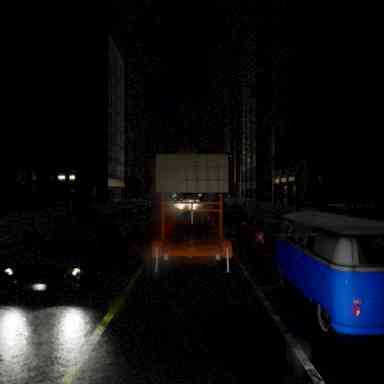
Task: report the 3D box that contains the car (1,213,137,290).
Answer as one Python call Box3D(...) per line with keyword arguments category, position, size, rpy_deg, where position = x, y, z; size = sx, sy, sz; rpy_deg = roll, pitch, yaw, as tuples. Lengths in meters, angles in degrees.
Box3D(category="car", position=(-3.095, 1.548, 9.420), size=(2.033, 1.411, 5.357), rpy_deg=(0, 0, 0))

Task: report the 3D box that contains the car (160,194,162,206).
Box3D(category="car", position=(-5.732, 1.463, 51.226), size=(1.967, 1.590, 4.097), rpy_deg=(0, 0, 0))

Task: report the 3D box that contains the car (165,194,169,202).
Box3D(category="car", position=(-5.729, 1.342, 56.836), size=(2.192, 1.841, 5.009), rpy_deg=(0, 0, 0))

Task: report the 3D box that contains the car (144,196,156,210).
Box3D(category="car", position=(-5.739, 1.540, 39.837), size=(1.752, 1.417, 4.829), rpy_deg=(0, 0, 0))

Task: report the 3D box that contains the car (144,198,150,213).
Box3D(category="car", position=(-5.742, 1.592, 34.398), size=(1.802, 1.307, 4.206), rpy_deg=(0, 0, 0))

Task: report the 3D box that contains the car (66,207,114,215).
Box3D(category="car", position=(-5.751, 1.568, 17.569), size=(1.947, 1.339, 4.313), rpy_deg=(0, 0, 0))

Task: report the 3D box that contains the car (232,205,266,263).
Box3D(category="car", position=(2.771, 1.441, 11.969), size=(1.967, 1.590, 4.097), rpy_deg=(0, 0, 0))

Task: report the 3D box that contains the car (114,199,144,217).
Box3D(category="car", position=(-5.745, 1.558, 28.788), size=(2.008, 1.369, 4.403), rpy_deg=(0, 0, 0))

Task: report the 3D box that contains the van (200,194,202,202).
Box3D(category="van", position=(2.799, 1.373, 62.451), size=(1.690, 1.788, 3.998), rpy_deg=(0, 0, 0))

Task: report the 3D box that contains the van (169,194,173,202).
Box3D(category="van", position=(-5.720, 1.383, 73.664), size=(1.690, 1.788, 3.998), rpy_deg=(0, 0, 0))

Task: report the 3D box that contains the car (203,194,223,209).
Box3D(category="car", position=(2.787, 1.329, 40.015), size=(2.192, 1.841, 5.009), rpy_deg=(0, 0, 0))

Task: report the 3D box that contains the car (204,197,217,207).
Box3D(category="car", position=(2.793, 1.548, 51.403), size=(1.752, 1.417, 4.829), rpy_deg=(0, 0, 0))

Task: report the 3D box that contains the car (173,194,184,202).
Box3D(category="car", position=(-2.957, 1.547, 74.231), size=(1.837, 1.490, 4.892), rpy_deg=(0, 0, 0))

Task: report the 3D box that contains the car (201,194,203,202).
Box3D(category="car", position=(2.790, 1.333, 45.624), size=(2.192, 1.841, 5.009), rpy_deg=(0, 0, 0))

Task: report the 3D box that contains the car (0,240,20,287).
Box3D(category="car", position=(-5.757, 1.315, 6.350), size=(2.192, 1.841, 5.009), rpy_deg=(0, 0, 0))

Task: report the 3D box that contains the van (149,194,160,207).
Box3D(category="van", position=(-5.735, 1.360, 45.617), size=(1.690, 1.788, 3.998), rpy_deg=(0, 0, 0))

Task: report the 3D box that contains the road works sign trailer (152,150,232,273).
Box3D(category="road works sign trailer", position=(0.007, 0.465, 10.696), size=(2.380, 3.560, 2.880), rpy_deg=(0, 0, 0))

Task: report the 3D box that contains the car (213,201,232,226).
Box3D(category="car", position=(2.777, 1.570, 23.187), size=(1.947, 1.339, 4.313), rpy_deg=(0, 0, 0))

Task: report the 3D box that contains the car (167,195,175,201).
Box3D(category="car", position=(-5.710, 1.609, 90.492), size=(2.008, 1.369, 4.403), rpy_deg=(0, 0, 0))

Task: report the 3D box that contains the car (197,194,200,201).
Box3D(category="car", position=(2.806, 1.357, 73.670), size=(2.192, 1.841, 5.009), rpy_deg=(0, 0, 0))

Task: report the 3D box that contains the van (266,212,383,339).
Box3D(category="van", position=(2.768, 1.341, 6.360), size=(1.690, 1.788, 3.998), rpy_deg=(0, 0, 0))

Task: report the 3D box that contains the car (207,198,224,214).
Box3D(category="car", position=(2.783, 1.592, 34.406), size=(1.802, 1.307, 4.206), rpy_deg=(0, 0, 0))

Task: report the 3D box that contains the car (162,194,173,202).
Box3D(category="car", position=(-5.716, 1.362, 79.274), size=(2.192, 1.841, 5.009), rpy_deg=(0, 0, 0))
